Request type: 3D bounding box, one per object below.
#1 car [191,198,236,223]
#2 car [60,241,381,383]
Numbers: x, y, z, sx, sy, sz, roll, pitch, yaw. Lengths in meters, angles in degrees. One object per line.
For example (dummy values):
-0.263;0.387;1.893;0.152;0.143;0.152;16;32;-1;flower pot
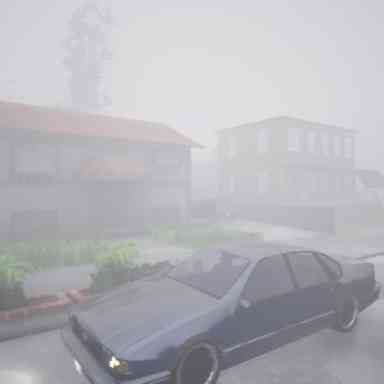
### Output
1.111;1.124;21.584;1.845;1.501;3.633;0;0;-35;car
0.897;1.545;5.247;5.357;1.411;2.033;0;0;-35;car
